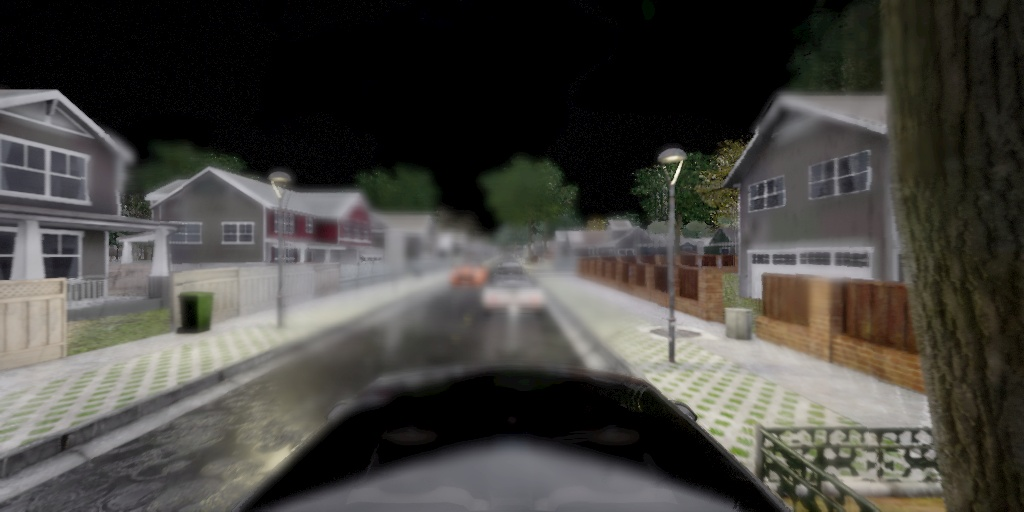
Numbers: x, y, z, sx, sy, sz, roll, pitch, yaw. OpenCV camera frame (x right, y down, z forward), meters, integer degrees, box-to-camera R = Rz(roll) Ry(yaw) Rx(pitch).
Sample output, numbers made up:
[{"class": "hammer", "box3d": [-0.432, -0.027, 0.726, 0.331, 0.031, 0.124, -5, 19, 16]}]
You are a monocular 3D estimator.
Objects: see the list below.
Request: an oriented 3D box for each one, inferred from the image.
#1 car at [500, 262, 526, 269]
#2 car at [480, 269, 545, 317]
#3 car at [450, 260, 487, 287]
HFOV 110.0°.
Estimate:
[{"class": "car", "box3d": [0.065, 1.174, 27.445, 1.882, 1.535, 5.008, 0, 0, 1]}, {"class": "car", "box3d": [0.064, 1.326, 13.091, 1.895, 1.301, 4.718, 0, 0, 0]}, {"class": "car", "box3d": [-2.814, 1.053, 24.154, 2.097, 1.767, 4.553, 0, 0, 0]}]
